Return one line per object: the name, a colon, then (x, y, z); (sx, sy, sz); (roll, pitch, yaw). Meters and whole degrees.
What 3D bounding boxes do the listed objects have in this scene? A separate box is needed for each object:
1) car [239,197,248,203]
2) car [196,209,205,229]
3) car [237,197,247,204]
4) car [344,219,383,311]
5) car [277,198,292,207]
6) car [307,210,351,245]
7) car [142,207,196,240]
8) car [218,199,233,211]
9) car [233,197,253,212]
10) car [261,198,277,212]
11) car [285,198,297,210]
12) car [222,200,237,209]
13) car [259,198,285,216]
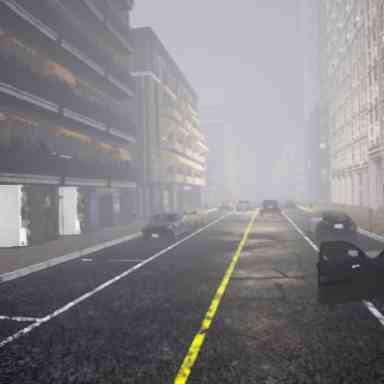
car: (13.111, 2.036, 84.562); (2.008, 1.369, 4.403); (-2, -1, 12)
car: (-0.165, 1.751, 23.690); (1.752, 1.417, 4.829); (-2, -1, 12)
car: (11.907, 2.011, 79.044); (2.008, 1.369, 4.403); (-2, -1, 12)
car: (4.020, 1.421, 5.107); (1.882, 1.535, 5.008); (-2, -1, 12)
car: (15.278, 1.684, 55.185); (2.008, 1.369, 4.403); (-2, -1, 12)
car: (6.854, 1.543, 16.553); (1.947, 1.339, 4.313); (-2, -1, 12)
car: (-1.332, 1.771, 18.337); (1.947, 1.339, 4.313); (-2, -1, 12)
car: (4.683, 1.755, 45.932); (1.967, 1.590, 4.097); (-2, -1, 12)
car: (6.796, 1.758, 43.042); (1.812, 1.442, 4.674); (-2, -1, 13)
car: (9.962, 1.632, 43.344); (1.882, 1.535, 5.008); (-2, 0, 13)
car: (12.871, 1.631, 44.146); (1.887, 1.381, 4.507); (-2, -1, 12)
car: (5.890, 1.920, 51.449); (1.802, 1.307, 4.206); (-2, -1, 12)
car: (7.899, 1.465, 33.621); (2.097, 1.767, 4.553); (-2, -1, 13)
